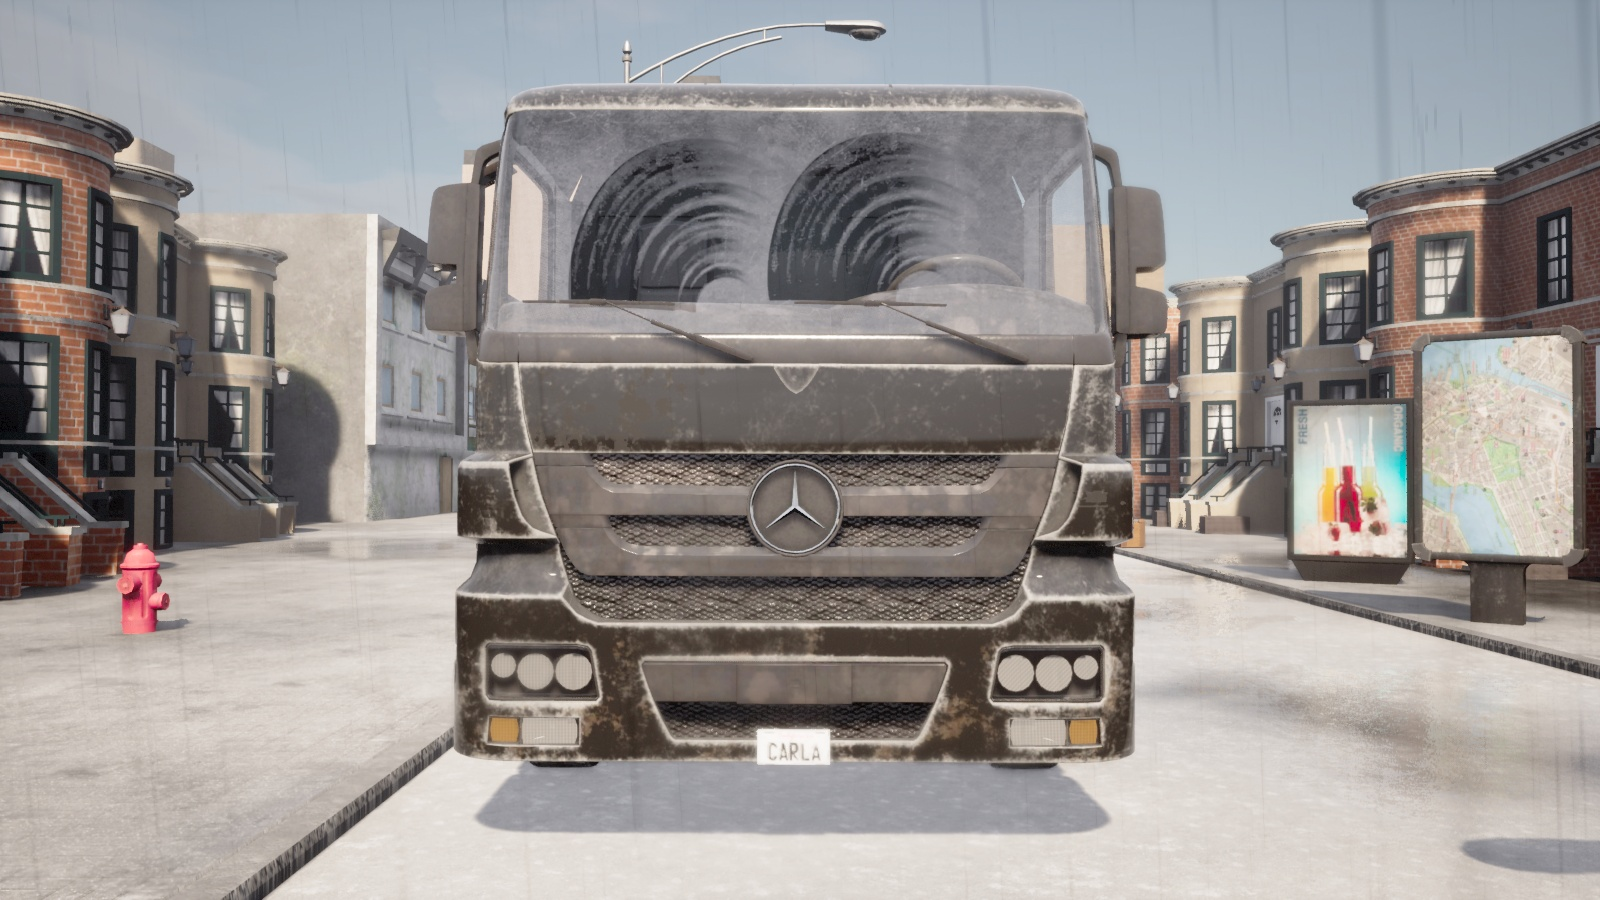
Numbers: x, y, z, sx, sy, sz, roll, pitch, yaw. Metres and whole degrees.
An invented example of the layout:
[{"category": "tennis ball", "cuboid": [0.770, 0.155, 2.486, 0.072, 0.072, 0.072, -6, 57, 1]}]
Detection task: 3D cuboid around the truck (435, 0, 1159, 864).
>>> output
[{"category": "truck", "cuboid": [-0.027, -0.016, 9.012, 2.891, 3.462, 7.936, 0, -1, 0]}]
